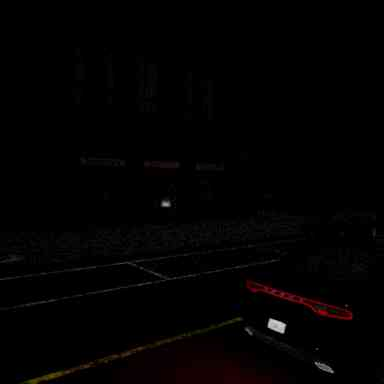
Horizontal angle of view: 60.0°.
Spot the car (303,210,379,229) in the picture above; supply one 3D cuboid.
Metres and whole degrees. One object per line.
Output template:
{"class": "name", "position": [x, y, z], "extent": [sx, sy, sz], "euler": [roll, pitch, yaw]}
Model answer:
{"class": "car", "position": [6.996, 1.547, 15.505], "extent": [4.507, 1.381, 1.887], "euler": [0, 0, -35]}

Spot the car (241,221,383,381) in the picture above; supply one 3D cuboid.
{"class": "car", "position": [3.045, 1.478, 5.490], "extent": [5.008, 1.535, 1.882], "euler": [0, 0, -35]}
